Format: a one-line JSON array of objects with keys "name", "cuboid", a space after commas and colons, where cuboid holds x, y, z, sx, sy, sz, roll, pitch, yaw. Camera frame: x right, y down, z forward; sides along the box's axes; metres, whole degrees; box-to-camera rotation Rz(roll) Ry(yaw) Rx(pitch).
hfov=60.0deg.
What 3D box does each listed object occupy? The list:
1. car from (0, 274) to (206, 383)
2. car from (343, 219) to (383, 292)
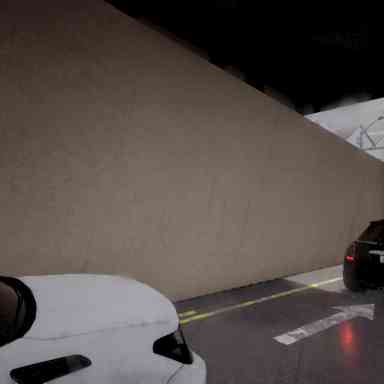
[{"name": "car", "cuboid": [-2.539, 1.221, 1.978, 5.566, 2.045, 2.150, 0, 0, -35]}, {"name": "car", "cuboid": [5.556, 1.352, 7.726, 4.553, 1.767, 2.097, 0, 0, -36]}]
